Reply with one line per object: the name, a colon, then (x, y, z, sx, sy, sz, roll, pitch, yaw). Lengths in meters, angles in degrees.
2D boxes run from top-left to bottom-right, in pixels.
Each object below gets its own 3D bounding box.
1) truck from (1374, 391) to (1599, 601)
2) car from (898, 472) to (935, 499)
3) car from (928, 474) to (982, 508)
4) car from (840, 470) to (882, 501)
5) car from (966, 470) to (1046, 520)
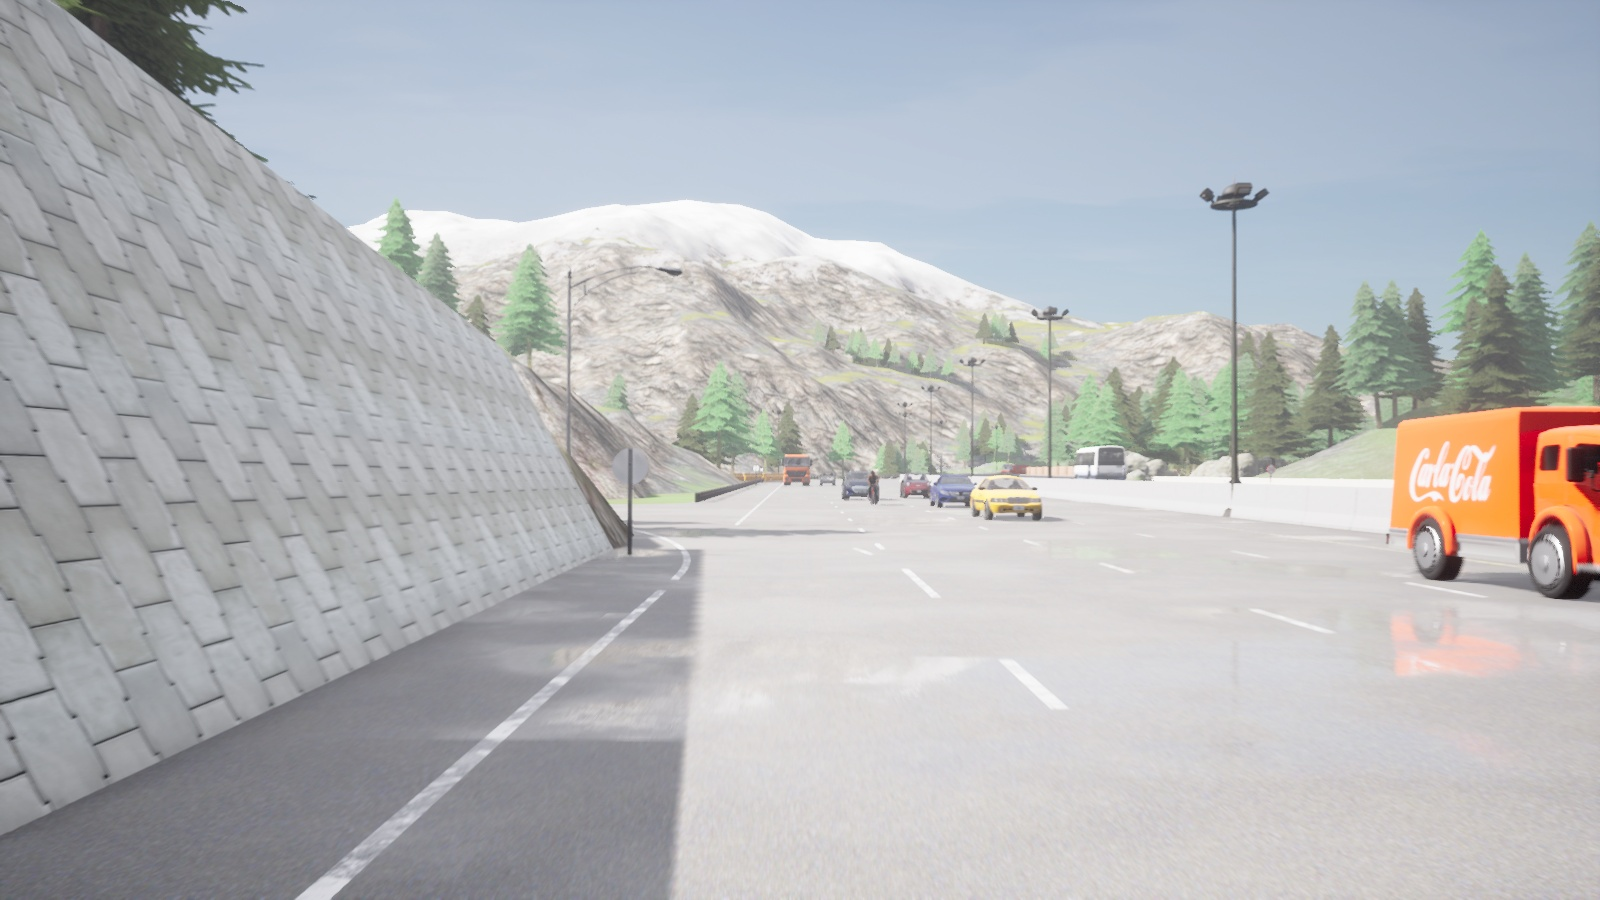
truck: (10.454, 0.592, 17.345, 2.627, 2.467, 5.204, 0, -1, 0)
car: (6.819, 2.074, 73.729, 1.845, 1.501, 3.633, 0, -1, 0)
car: (6.863, 1.782, 56.093, 1.812, 1.442, 4.674, 0, -1, 0)
car: (3.333, 1.935, 69.695, 2.033, 1.649, 4.856, 0, -1, 0)
car: (6.895, 1.461, 42.533, 1.801, 1.575, 5.366, 0, -1, 0)
